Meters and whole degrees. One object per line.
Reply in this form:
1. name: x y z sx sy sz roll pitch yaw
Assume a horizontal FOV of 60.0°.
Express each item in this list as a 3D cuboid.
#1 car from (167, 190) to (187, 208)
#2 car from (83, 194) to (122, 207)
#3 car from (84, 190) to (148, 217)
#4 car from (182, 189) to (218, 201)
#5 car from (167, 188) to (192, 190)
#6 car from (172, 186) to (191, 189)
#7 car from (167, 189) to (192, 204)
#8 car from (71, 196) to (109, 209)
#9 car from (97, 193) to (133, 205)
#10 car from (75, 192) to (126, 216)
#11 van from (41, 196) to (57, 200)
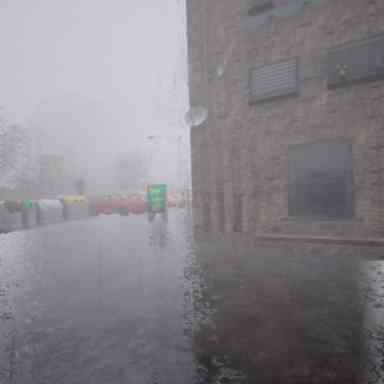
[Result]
1. car: -3.703 1.043 38.502 5.366 1.575 1.946 -2 2 24
2. car: -12.875 1.241 47.827 4.892 1.521 2.231 -2 2 24
3. car: -7.046 1.203 30.449 5.566 2.045 2.435 -2 1 24
4. car: 1.174 0.409 49.179 4.792 1.488 2.163 -2 2 24
5. car: -1.138 0.704 43.922 4.892 1.521 2.231 -2 2 24
6. car: -0.003 0.419 46.483 4.553 1.767 2.185 -2 2 24
7. car: -2.194 0.864 41.045 5.366 1.575 1.946 -2 2 24
8. car: -13.943 1.430 45.387 4.674 1.452 2.002 -2 2 24
9. car: -11.725 1.078 50.504 4.892 1.521 2.231 -2 2 24
10. car: -9.697 1.213 35.800 2.150 2.045 5.566 -2 2 24
11. van: -16.073 1.467 40.217 4.442 1.987 1.878 -2 2 24
